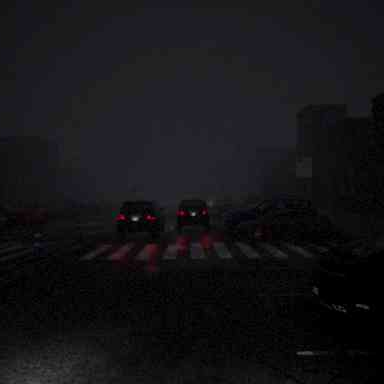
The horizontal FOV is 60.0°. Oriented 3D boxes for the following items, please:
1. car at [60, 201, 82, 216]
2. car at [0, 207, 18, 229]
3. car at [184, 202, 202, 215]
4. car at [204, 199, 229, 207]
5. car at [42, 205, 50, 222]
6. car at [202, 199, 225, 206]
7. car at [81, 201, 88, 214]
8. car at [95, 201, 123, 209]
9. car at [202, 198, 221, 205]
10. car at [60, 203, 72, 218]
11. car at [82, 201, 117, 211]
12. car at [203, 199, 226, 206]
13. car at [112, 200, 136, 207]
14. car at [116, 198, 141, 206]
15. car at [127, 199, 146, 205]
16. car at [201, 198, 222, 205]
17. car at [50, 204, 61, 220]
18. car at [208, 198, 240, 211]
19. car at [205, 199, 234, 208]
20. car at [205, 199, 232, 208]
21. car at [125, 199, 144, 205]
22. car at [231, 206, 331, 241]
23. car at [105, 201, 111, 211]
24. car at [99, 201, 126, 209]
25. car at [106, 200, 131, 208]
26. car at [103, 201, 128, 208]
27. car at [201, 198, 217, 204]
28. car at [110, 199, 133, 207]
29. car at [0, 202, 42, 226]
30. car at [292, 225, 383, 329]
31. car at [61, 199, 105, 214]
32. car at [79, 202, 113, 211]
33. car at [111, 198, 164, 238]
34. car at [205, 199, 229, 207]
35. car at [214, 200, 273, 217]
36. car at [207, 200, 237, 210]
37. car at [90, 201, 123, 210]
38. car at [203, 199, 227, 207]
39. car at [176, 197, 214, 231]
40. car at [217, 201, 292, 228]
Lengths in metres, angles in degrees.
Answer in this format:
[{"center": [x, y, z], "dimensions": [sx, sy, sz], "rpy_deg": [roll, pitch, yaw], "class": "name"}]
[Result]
[{"center": [-15.541, 2.143, 37.632], "dimensions": [5.008, 1.535, 2.097], "rpy_deg": [-1, -1, 0], "class": "car"}, {"center": [-15.540, 2.060, 23.843], "dimensions": [4.674, 1.452, 2.002], "rpy_deg": [-1, -1, 0], "class": "car"}, {"center": [0.140, 2.024, 42.043], "dimensions": [2.033, 1.411, 5.357], "rpy_deg": [-1, -1, 0], "class": "car"}, {"center": [4.839, 2.200, 67.263], "dimensions": [4.892, 1.521, 2.231], "rpy_deg": [-1, -1, 0], "class": "car"}, {"center": [-15.512, 1.944, 29.361], "dimensions": [4.553, 1.767, 2.185], "rpy_deg": [-1, -1, 0], "class": "car"}, {"center": [4.855, 2.322, 75.724], "dimensions": [4.892, 1.521, 2.231], "rpy_deg": [-1, -1, 0], "class": "car"}, {"center": [-15.550, 2.208, 40.389], "dimensions": [4.674, 1.452, 2.002], "rpy_deg": [-1, -1, 0], "class": "car"}, {"center": [-15.520, 2.447, 62.450], "dimensions": [4.792, 1.488, 2.163], "rpy_deg": [-1, -1, 0], "class": "car"}, {"center": [4.860, 2.322, 84.055], "dimensions": [4.553, 1.767, 2.185], "rpy_deg": [-1, -1, 0], "class": "car"}, {"center": [-15.541, 2.158, 34.875], "dimensions": [4.674, 1.452, 2.002], "rpy_deg": [-1, 0, 0], "class": "car"}, {"center": [-15.742, 2.347, 56.930], "dimensions": [5.366, 1.575, 1.946], "rpy_deg": [-1, -1, 0], "class": "car"}, {"center": [4.881, 2.308, 72.946], "dimensions": [4.792, 1.488, 2.163], "rpy_deg": [-1, -1, 0], "class": "car"}, {"center": [-15.524, 2.613, 76.234], "dimensions": [5.008, 1.535, 2.097], "rpy_deg": [-1, -1, 0], "class": "car"}, {"center": [-15.553, 2.449, 81.751], "dimensions": [5.566, 2.045, 2.435], "rpy_deg": [-1, -1, 0], "class": "car"}, {"center": [-15.499, 2.882, 92.775], "dimensions": [5.008, 1.535, 2.097], "rpy_deg": [-1, -1, 0], "class": "car"}, {"center": [5.084, 2.484, 86.714], "dimensions": [5.366, 1.575, 1.946], "rpy_deg": [-1, -1, 0], "class": "car"}, {"center": [-15.539, 2.133, 31.987], "dimensions": [4.674, 1.452, 2.002], "rpy_deg": [-1, 0, 0], "class": "car"}, {"center": [4.807, 1.861, 50.627], "dimensions": [4.553, 1.767, 2.185], "rpy_deg": [-1, -1, 0], "class": "car"}, {"center": [4.812, 2.092, 59.051], "dimensions": [4.892, 1.521, 2.231], "rpy_deg": [-1, -1, 0], "class": "car"}, {"center": [4.844, 2.156, 61.830], "dimensions": [4.792, 1.488, 2.163], "rpy_deg": [-1, -1, 0], "class": "car"}, {"center": [-15.542, 2.711, 90.020], "dimensions": [4.553, 1.767, 2.185], "rpy_deg": [-1, -1, 0], "class": "car"}, {"center": [4.674, 1.664, 17.249], "dimensions": [4.792, 1.488, 2.163], "rpy_deg": [-1, -1, 0], "class": "car"}, {"center": [-15.739, 2.282, 51.415], "dimensions": [5.366, 1.575, 1.946], "rpy_deg": [-1, -1, 0], "class": "car"}, {"center": [-15.516, 2.483, 65.205], "dimensions": [4.792, 1.488, 2.163], "rpy_deg": [-1, -1, 0], "class": "car"}, {"center": [-15.566, 2.561, 70.720], "dimensions": [4.792, 1.488, 2.163], "rpy_deg": [-1, -1, 0], "class": "car"}, {"center": [-15.538, 2.532, 67.926], "dimensions": [4.674, 1.452, 2.002], "rpy_deg": [-1, -1, 0], "class": "car"}, {"center": [4.894, 2.503, 95.176], "dimensions": [4.553, 1.767, 2.185], "rpy_deg": [-1, -1, 0], "class": "car"}, {"center": [-15.504, 2.446, 73.479], "dimensions": [4.553, 1.767, 2.185], "rpy_deg": [-1, -1, 0], "class": "car"}, {"center": [-15.515, 1.793, 26.605], "dimensions": [5.566, 2.045, 2.435], "rpy_deg": [-1, -1, 0], "class": "car"}, {"center": [4.693, 1.513, 6.132], "dimensions": [4.892, 1.521, 2.231], "rpy_deg": [-1, -1, 0], "class": "car"}, {"center": [-15.526, 1.971, 45.906], "dimensions": [5.566, 2.045, 2.435], "rpy_deg": [-1, -1, 0], "class": "car"}, {"center": [-15.584, 2.345, 54.173], "dimensions": [4.792, 1.488, 2.163], "rpy_deg": [-1, -1, 0], "class": "car"}, {"center": [-2.910, 1.510, 19.753], "dimensions": [2.150, 2.045, 5.566], "rpy_deg": [-1, -1, 0], "class": "car"}, {"center": [4.822, 2.204, 64.609], "dimensions": [4.674, 1.452, 2.002], "rpy_deg": [-1, -1, 0], "class": "car"}, {"center": [4.718, 1.780, 31.263], "dimensions": [5.008, 1.535, 2.097], "rpy_deg": [-1, -1, 0], "class": "car"}, {"center": [4.784, 2.061, 53.495], "dimensions": [4.674, 1.452, 2.002], "rpy_deg": [-1, -1, 0], "class": "car"}, {"center": [-15.368, 2.377, 59.692], "dimensions": [5.366, 1.575, 1.946], "rpy_deg": [-1, -1, 0], "class": "car"}, {"center": [4.837, 2.238, 70.042], "dimensions": [5.008, 1.535, 2.097], "rpy_deg": [-1, -1, 0], "class": "car"}, {"center": [0.090, 1.506, 23.329], "dimensions": [2.150, 2.045, 5.566], "rpy_deg": [-1, -1, 0], "class": "car"}, {"center": [4.710, 1.721, 25.588], "dimensions": [5.008, 1.535, 2.097], "rpy_deg": [-1, -1, 0], "class": "car"}]
